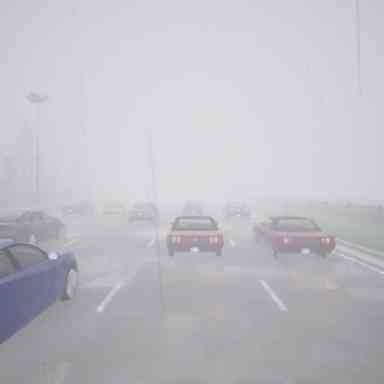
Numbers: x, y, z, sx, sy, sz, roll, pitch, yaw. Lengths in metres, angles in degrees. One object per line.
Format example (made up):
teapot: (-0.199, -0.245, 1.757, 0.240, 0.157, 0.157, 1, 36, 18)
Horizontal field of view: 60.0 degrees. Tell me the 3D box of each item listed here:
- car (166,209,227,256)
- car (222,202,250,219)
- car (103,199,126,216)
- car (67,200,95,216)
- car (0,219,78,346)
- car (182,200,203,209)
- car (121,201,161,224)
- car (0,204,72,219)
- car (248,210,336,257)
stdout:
car: (0.099, 1.564, 12.944, 1.895, 1.301, 4.718, 0, 0, 0)
car: (3.599, 1.521, 28.026, 1.895, 1.301, 4.718, 0, 0, 0)
car: (-6.901, 1.389, 31.153, 1.882, 1.535, 5.008, 0, 0, 0)
car: (-10.415, 1.438, 30.620, 1.812, 1.442, 4.674, 0, 0, 0)
car: (-3.401, 1.462, 5.246, 1.882, 1.535, 5.008, 0, 0, 0)
car: (0.085, 1.439, 30.622, 1.812, 1.442, 4.674, 0, 0, 0)
car: (-3.400, 1.478, 24.273, 2.033, 1.411, 5.357, 0, 0, 0)
car: (-6.900, 1.465, 13.792, 1.837, 1.490, 4.892, 0, 0, 0)
car: (3.599, 1.565, 12.711, 1.895, 1.301, 4.718, 0, 0, 0)
